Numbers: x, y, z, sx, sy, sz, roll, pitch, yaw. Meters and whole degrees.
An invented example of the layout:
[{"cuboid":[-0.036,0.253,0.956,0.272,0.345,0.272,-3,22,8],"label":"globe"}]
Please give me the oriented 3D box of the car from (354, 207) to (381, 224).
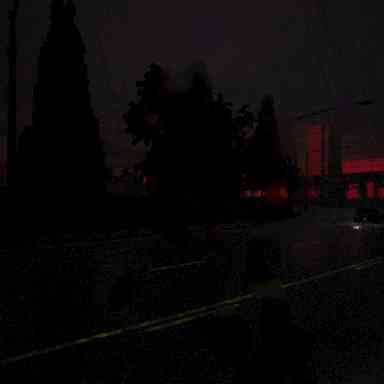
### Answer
[{"cuboid":[16.369,2.146,30.849,1.812,1.442,4.674,0,-1,35],"label":"car"}]
